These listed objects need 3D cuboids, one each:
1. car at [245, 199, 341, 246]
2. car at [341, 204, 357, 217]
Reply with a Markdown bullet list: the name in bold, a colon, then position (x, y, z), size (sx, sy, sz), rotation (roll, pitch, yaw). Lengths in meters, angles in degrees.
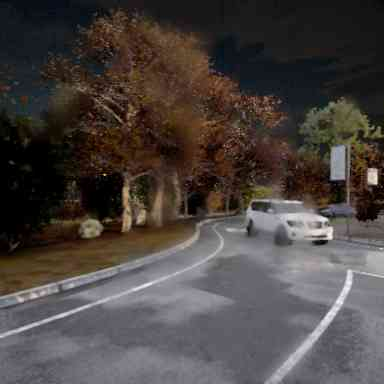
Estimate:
- **car**: position (4.540, 1.396, 16.628), size (2.150, 2.045, 5.566), rotation (1, -1, -14)
- **car**: position (16.253, 2.073, 37.240), size (5.357, 1.411, 2.033), rotation (1, -1, -15)
